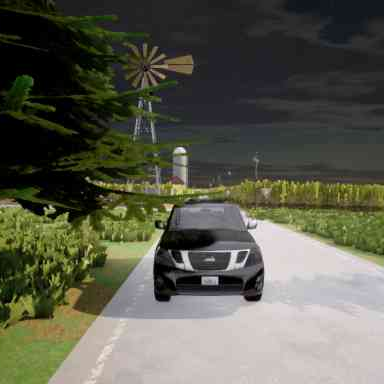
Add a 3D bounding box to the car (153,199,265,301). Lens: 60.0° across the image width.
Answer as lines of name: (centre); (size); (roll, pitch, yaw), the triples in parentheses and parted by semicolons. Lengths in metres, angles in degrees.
car: (0.334, 1.221, 8.660); (2.150, 2.045, 5.566); (0, 0, 0)
